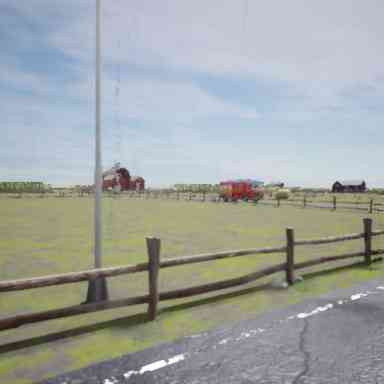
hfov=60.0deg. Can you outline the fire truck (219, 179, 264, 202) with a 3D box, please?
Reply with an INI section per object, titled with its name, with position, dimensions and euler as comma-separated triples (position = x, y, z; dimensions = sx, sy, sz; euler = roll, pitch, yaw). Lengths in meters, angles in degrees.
[fire truck]
position = 8.376, -0.255, 57.197
dimensions = 2.891, 3.827, 8.468
euler = 1, 0, -36
